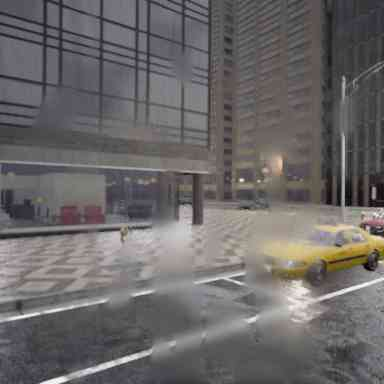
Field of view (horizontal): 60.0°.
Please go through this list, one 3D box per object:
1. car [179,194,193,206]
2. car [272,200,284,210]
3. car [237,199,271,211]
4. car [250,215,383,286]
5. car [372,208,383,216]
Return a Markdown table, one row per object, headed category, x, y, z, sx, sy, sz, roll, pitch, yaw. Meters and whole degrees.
| category | x | y | z | sx | sy | sz | roll | pitch | yaw |
| --- | --- | --- | --- | --- | --- | --- | --- | --- | --- |
| car | -1.890 | 1.483 | 62.279 | 2.150 | 2.045 | 5.566 | 1 | -1 | -36 |
| car | 10.207 | 1.658 | 45.157 | 2.128 | 1.511 | 4.902 | 1 | -1 | -35 |
| car | 7.747 | 1.698 | 43.005 | 1.994 | 1.385 | 4.181 | 1 | -1 | -35 |
| car | 3.751 | 1.538 | 9.428 | 4.829 | 1.417 | 1.752 | 0 | 0 | -35 |
| car | 8.337 | 1.339 | 12.694 | 5.009 | 1.841 | 2.192 | 0 | 0 | -35 |
